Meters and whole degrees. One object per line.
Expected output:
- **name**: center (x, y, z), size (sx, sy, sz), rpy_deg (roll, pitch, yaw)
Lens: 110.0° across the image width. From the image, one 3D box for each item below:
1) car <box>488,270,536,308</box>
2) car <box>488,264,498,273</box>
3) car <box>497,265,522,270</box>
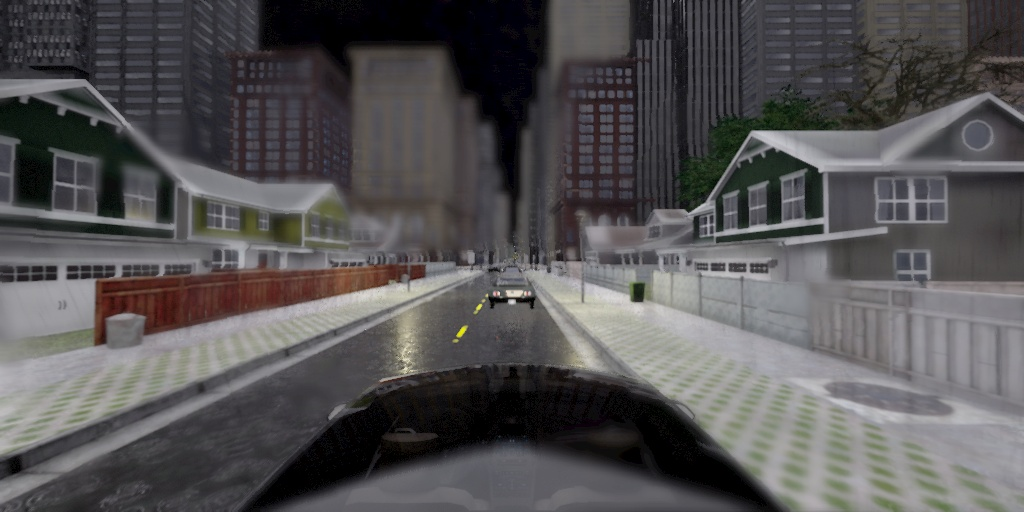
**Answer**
- **car**: center (0.008, 1.491, 15.933), size (1.895, 1.301, 4.718), rpy_deg (0, -1, 0)
- **car**: center (-2.729, 1.955, 55.487), size (1.895, 1.301, 4.718), rpy_deg (0, -1, 0)
- **car**: center (0.020, 1.624, 31.129), size (1.994, 1.385, 4.181), rpy_deg (0, -1, 0)
